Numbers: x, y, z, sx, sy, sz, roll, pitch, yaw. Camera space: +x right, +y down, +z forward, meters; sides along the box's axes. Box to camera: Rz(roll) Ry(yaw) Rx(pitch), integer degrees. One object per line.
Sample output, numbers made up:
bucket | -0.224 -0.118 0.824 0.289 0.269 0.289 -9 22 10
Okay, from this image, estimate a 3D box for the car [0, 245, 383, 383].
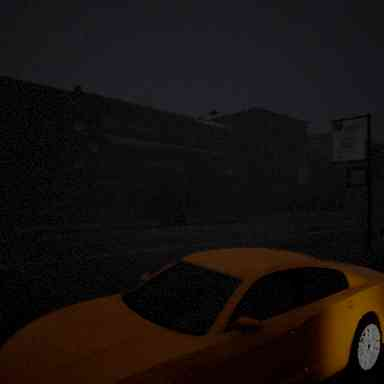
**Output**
car | 0.483 1.486 4.030 5.008 1.535 1.882 0 0 -36
